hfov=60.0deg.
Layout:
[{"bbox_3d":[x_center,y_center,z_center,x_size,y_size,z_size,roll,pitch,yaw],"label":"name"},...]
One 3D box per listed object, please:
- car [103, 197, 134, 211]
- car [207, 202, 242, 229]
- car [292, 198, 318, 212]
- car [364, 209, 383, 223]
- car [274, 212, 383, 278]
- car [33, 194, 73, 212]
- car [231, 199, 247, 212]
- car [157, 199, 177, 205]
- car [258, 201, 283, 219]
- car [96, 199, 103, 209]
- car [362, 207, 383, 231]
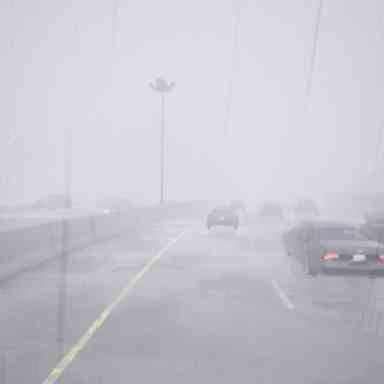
[{"bbox_3d":[-8.742,1.524,41.300,1.837,1.490,4.892,0,0,11],"label":"car"},{"bbox_3d":[2.146,1.600,22.406,1.994,1.385,4.181,0,0,9],"label":"car"},{"bbox_3d":[11.372,1.436,33.720,2.097,1.767,4.553,0,0,11],"label":"car"},{"bbox_3d":[7.838,1.536,12.291,2.128,1.511,4.902,0,0,5],"label":"car"},{"bbox_3d":[4.097,1.575,10.236,2.033,1.411,5.357,0,0,5],"label":"car"},{"bbox_3d":[-16.277,1.211,39.270,2.150,2.045,5.566,0,0,11],"label":"car"},{"bbox_3d":[5.558,1.576,40.456,1.837,1.490,4.892,0,0,11],"label":"car"},{"bbox_3d":[-3.656,1.648,48.903,1.895,1.301,4.718,0,0,12],"label":"car"},{"bbox_3d":[7.057,1.568,29.877,1.837,1.490,4.892,0,0,11],"label":"car"},{"bbox_3d":[-11.415,1.521,45.745,1.837,1.490,4.892,0,-1,12],"label":"car"},{"bbox_3d":[12.482,1.673,20.847,1.895,1.301,4.718,0,0,9],"label":"car"}]
